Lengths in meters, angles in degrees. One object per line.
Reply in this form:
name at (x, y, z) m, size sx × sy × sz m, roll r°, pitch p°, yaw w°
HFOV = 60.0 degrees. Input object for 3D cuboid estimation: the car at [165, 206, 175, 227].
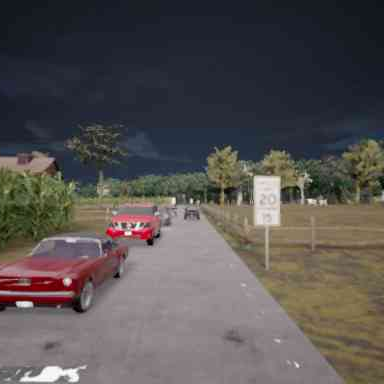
car at (-2.911, 2.025, 29.183) m, size 2.097 × 1.767 × 4.553 m, roll 1°, pitch -1°, yaw 0°

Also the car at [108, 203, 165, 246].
car at (-2.893, 1.597, 17.875) m, size 2.150 × 2.045 × 5.566 m, roll 1°, pitch -1°, yaw 0°

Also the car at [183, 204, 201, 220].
car at (-0.024, 2.501, 39.994) m, size 1.837 × 1.490 × 4.892 m, roll 1°, pitch -1°, yaw 0°

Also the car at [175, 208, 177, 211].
car at (-2.886, 2.273, 44.487) m, size 2.033 × 1.411 × 5.357 m, roll 1°, pitch -2°, yaw 0°

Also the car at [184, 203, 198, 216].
car at (-0.143, 2.632, 50.789) m, size 2.097 × 1.767 × 4.553 m, roll 1°, pitch -2°, yaw 0°

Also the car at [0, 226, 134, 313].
car at (-2.894, 1.719, 8.040) m, size 1.895 × 1.301 × 4.718 m, roll 1°, pitch -1°, yaw 1°
